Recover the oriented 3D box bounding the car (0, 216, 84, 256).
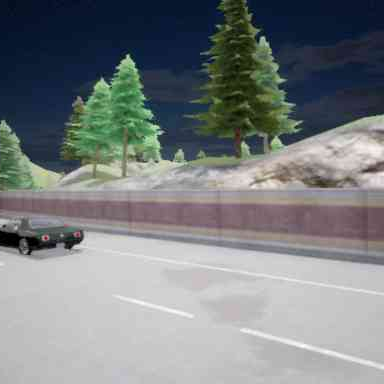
[{"bbox_3d":[-6.403,1.609,13.214,4.718,1.301,1.895,0,0,39],"label":"car"}]
